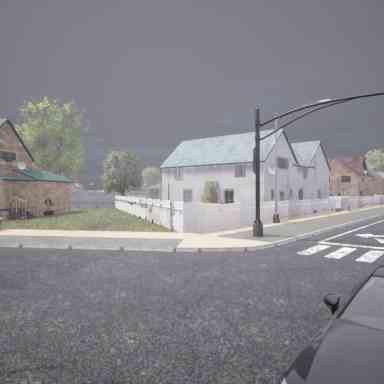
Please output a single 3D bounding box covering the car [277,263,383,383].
[{"bbox_3d":[2.565,1.524,3.471,1.812,1.442,4.674,0,0,42],"label":"car"}]
